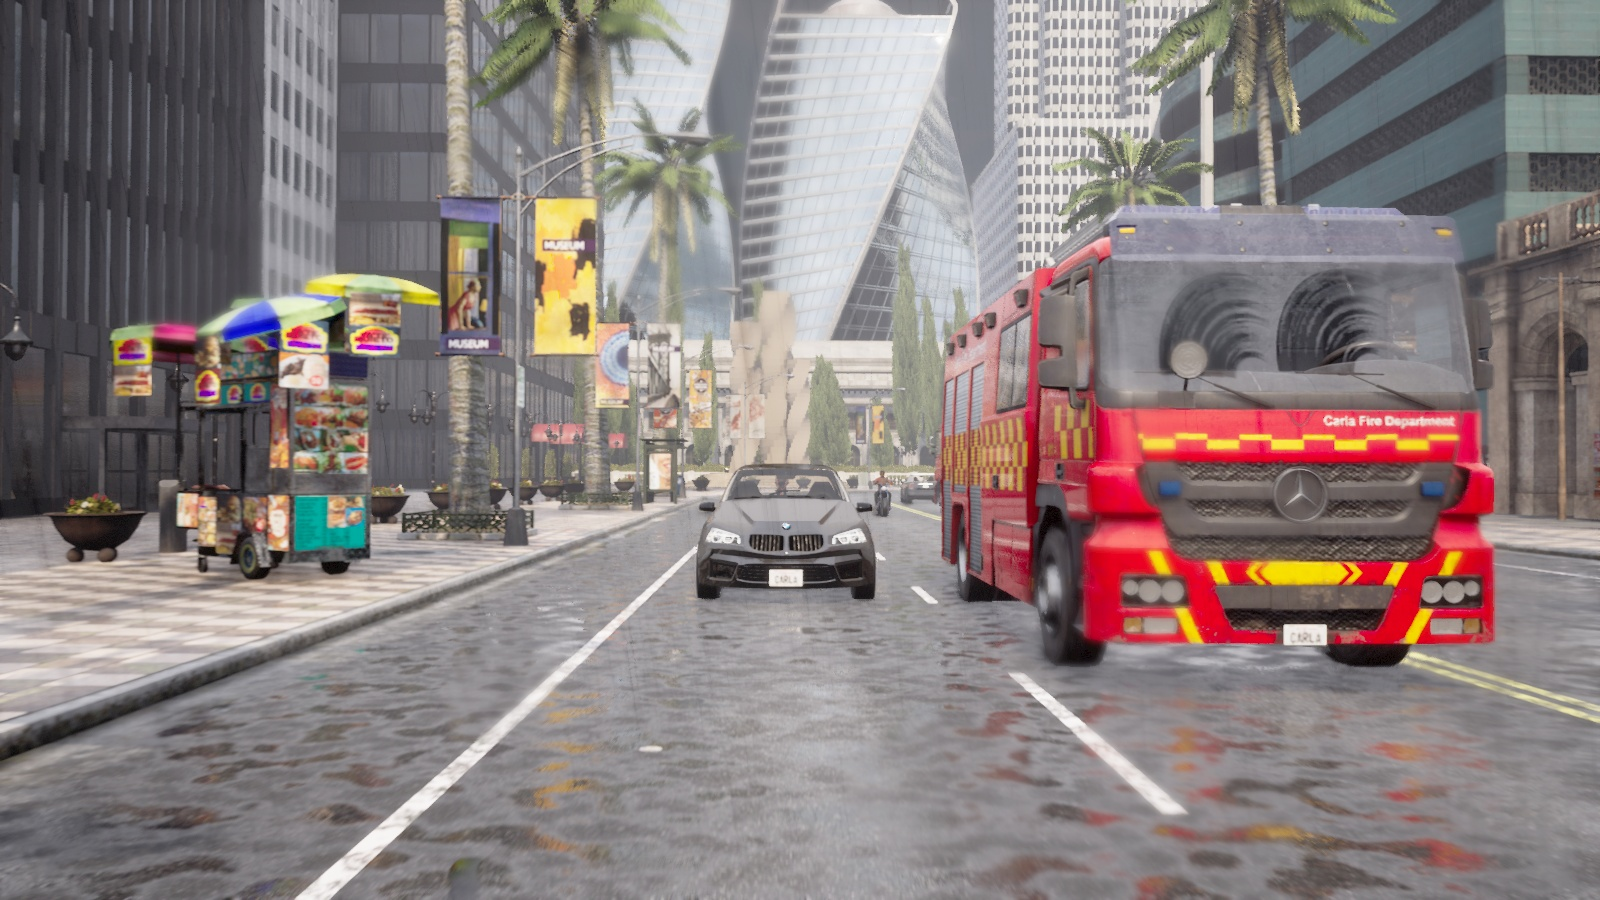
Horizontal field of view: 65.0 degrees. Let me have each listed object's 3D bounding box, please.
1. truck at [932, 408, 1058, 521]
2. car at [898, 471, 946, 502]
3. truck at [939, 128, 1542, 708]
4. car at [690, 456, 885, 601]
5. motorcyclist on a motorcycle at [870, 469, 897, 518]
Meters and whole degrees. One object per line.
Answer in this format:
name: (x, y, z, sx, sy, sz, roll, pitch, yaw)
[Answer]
truck: (6.402, 0.518, 42.460, 2.891, 3.462, 7.936, 0, -1, -1)
car: (6.086, 1.808, 62.845, 1.970, 1.475, 3.806, 0, -1, -1)
truck: (3.385, -0.153, 12.542, 2.891, 3.827, 8.468, 0, -1, -1)
car: (-0.182, 0.942, 16.836, 2.242, 1.667, 4.611, 0, -1, -1)
motorcyclist on a motorcycle: (2.887, 1.484, 43.595, 0.766, 1.649, 2.350, 0, -1, -1)
